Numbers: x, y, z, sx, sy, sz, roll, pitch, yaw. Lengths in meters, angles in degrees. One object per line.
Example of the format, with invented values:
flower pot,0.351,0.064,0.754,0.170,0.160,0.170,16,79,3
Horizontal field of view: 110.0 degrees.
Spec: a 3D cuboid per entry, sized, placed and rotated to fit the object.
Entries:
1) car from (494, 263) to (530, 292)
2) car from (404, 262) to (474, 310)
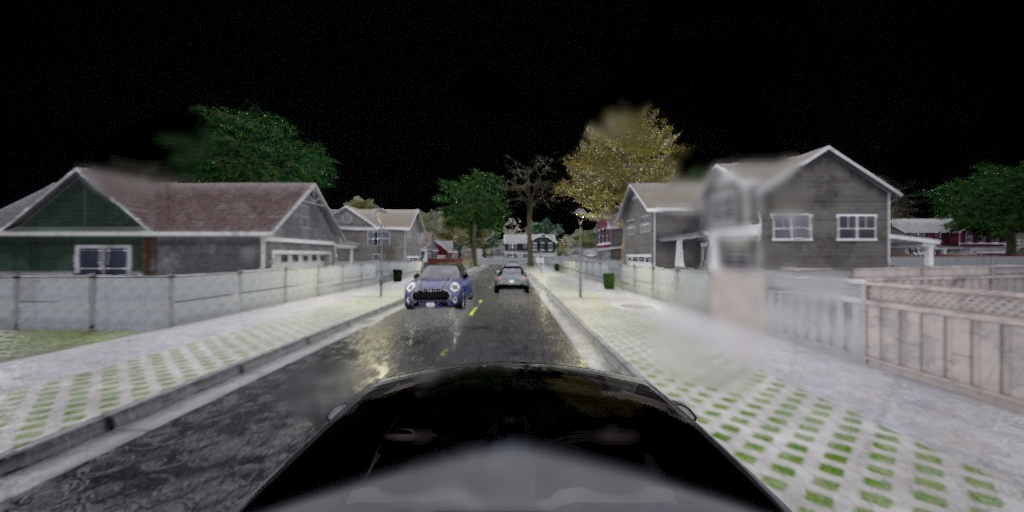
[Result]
car,0.019,1.293,20.859,1.994,1.385,4.181,0,0,1
car,-2.796,1.087,14.618,2.097,1.767,4.553,0,0,0
